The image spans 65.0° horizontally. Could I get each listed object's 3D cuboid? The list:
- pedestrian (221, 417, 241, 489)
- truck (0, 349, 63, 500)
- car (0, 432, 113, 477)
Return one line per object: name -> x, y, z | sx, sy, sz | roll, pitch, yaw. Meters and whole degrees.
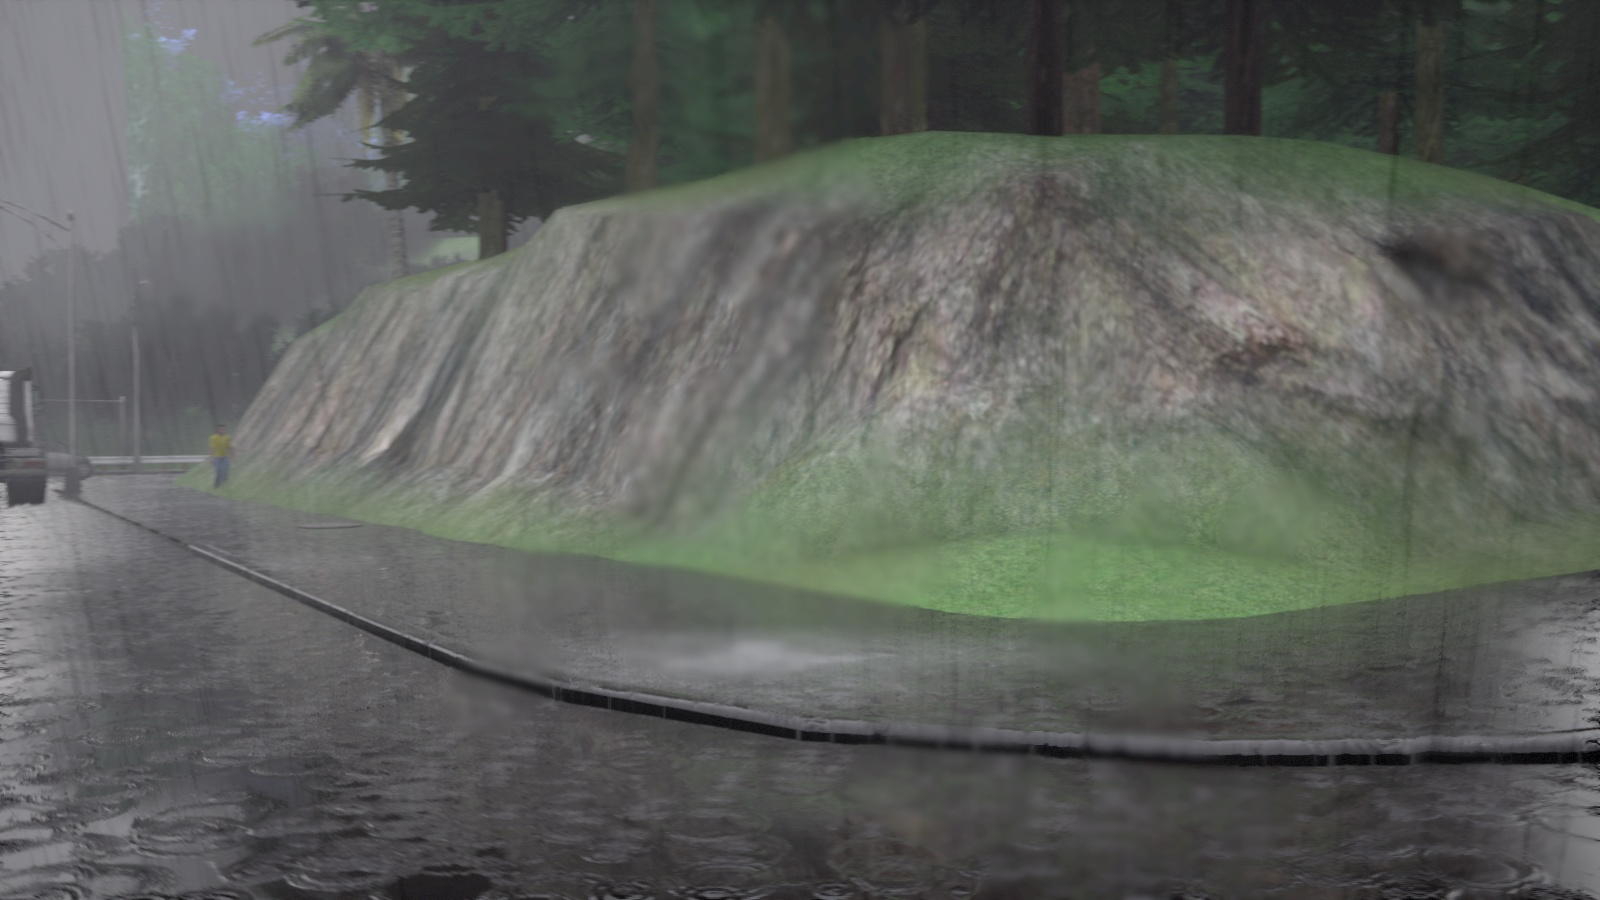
pedestrian -> -14.686, 0.082, 32.424 | 0.354, 1.836, 0.706 | 0, 1, -34
truck -> -20.678, -0.633, 31.878 | 2.891, 3.462, 7.936 | 0, 1, -34
car -> -26.452, 0.122, 44.258 | 2.007, 1.525, 4.514 | 0, 1, 0
